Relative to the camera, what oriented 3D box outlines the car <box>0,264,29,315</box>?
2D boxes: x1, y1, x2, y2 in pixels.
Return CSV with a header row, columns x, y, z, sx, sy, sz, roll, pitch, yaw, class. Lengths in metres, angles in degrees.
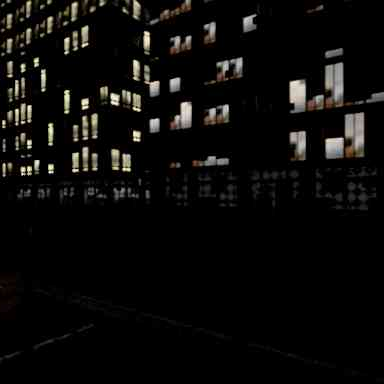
x,y,z,sx,sy,sz,roll,pitch,yaw,class
-5.101,1.580,6.520,4.829,1.417,1.752,-1,0,36,car
